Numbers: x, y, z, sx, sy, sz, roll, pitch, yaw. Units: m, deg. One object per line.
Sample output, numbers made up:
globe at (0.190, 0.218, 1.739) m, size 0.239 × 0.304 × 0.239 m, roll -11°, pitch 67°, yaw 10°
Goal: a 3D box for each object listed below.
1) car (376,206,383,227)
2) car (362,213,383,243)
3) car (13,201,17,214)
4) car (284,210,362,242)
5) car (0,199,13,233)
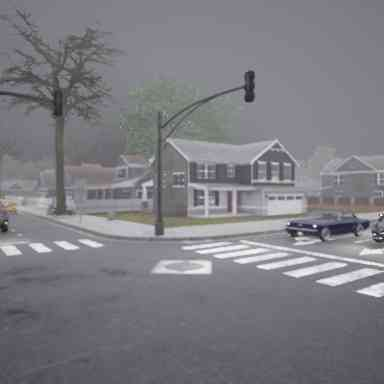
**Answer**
car at (14.200, 1.552, 21.784) m, size 4.718 × 1.301 × 1.895 m, roll 0°, pitch 0°, yaw -35°
car at (9.878, 1.474, 14.667) m, size 4.892 × 1.490 × 1.837 m, roll 0°, pitch 0°, yaw -33°
car at (-20.146, 1.535, 35.802) m, size 1.882 × 1.535 × 5.008 m, roll 0°, pitch 0°, yaw -35°
car at (6.734, 1.573, 16.461) m, size 4.718 × 1.301 × 1.895 m, roll 0°, pitch 0°, yaw -35°
car at (-12.226, 1.254, 19.501) m, size 2.150 × 2.045 × 5.566 m, roll 0°, pitch 0°, yaw -35°
